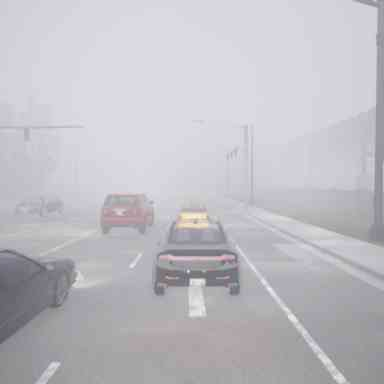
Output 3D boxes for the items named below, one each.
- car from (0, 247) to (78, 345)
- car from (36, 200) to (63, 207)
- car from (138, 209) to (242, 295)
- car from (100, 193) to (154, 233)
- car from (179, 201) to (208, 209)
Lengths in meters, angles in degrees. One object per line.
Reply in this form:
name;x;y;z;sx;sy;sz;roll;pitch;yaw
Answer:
car;-3.399;1.517;4.734;2.033;1.411;5.357;0;0;0
car;-10.503;0.910;23.217;2.128;1.511;4.902;0;1;0
car;0.099;1.429;8.556;2.128;1.511;4.902;0;1;0
car;-3.402;1.053;18.324;2.150;2.045;5.566;0;1;0
car;0.098;1.278;19.223;1.801;1.575;5.366;0;1;0
